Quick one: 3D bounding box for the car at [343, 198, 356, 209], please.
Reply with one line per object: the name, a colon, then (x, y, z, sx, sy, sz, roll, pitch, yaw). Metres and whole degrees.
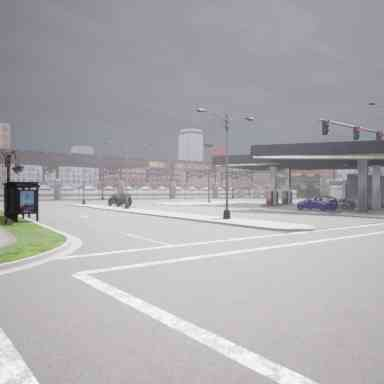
car: (18.626, 1.456, 42.267, 1.970, 1.475, 3.806, 0, 0, -35)

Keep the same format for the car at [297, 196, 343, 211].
car: (14.352, 1.295, 38.353, 2.242, 1.667, 4.611, 0, 0, -35)

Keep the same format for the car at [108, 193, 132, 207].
car: (-11.338, 1.222, 52.244, 2.150, 2.045, 5.566, 0, 0, -35)
